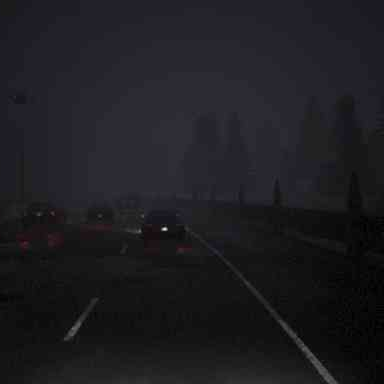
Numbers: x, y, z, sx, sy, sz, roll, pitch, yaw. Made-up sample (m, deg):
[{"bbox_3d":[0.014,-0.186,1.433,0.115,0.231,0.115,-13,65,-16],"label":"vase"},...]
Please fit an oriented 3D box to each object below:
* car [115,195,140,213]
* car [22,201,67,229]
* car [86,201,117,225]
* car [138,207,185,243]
[{"bbox_3d":[-7.638,1.324,38.942,2.150,2.045,5.566,0,0,-21],"label":"car"},{"bbox_3d":[-9.817,1.425,22.425,2.097,1.767,4.553,0,0,-12],"label":"car"},{"bbox_3d":[-6.904,1.550,25.196,1.882,1.535,5.008,0,-1,-14],"label":"car"},{"bbox_3d":[-1.527,1.603,16.524,1.994,1.385,4.181,0,0,-9],"label":"car"}]
